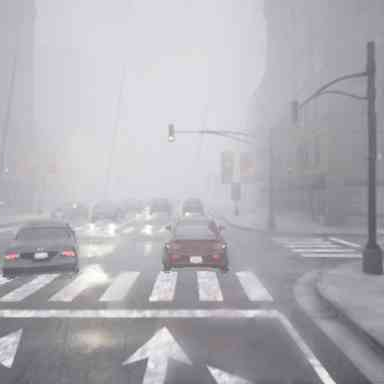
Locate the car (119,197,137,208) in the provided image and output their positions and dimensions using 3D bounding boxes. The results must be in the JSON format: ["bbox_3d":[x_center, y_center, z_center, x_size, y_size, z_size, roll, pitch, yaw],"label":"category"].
[{"bbox_3d":[-9.817,1.591,51.368,1.837,1.490,4.892,0,-1,0],"label":"car"}]

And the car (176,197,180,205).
[{"bbox_3d":[-3.230,1.660,60.757,1.994,1.385,4.181,0,0,0],"label":"car"}]

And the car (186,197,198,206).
[{"bbox_3d":[0.006,1.641,59.156,2.033,1.411,5.357,0,0,0],"label":"car"}]

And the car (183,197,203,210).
[{"bbox_3d":[0.097,1.414,35.175,2.097,1.767,4.553,0,0,0],"label":"car"}]

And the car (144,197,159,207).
[{"bbox_3d":[-6.556,1.565,54.277,1.882,1.535,5.008,0,0,0],"label":"car"}]

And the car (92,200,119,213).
[{"bbox_3d":[-9.836,1.630,38.068,1.994,1.385,4.181,0,0,0],"label":"car"}]

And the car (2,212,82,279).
[{"bbox_3d":[-4.528,1.567,10.282,2.033,1.411,5.357,0,0,-22],"label":"car"}]

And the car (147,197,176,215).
[{"bbox_3d":[-3.153,1.414,35.114,2.097,1.767,4.553,0,0,0],"label":"car"}]

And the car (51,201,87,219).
[{"bbox_3d":[-9.846,1.541,27.086,2.128,1.511,4.902,0,0,0],"label":"car"}]

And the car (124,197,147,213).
[{"bbox_3d":[-6.588,1.544,38.276,1.882,1.535,5.008,0,0,0],"label":"car"}]

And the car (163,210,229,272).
[{"bbox_3d":[0.100,1.542,10.722,1.812,1.442,4.674,0,0,0],"label":"car"}]

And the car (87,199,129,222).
[{"bbox_3d":[-6.596,1.574,26.707,1.812,1.442,4.674,0,0,0],"label":"car"}]
